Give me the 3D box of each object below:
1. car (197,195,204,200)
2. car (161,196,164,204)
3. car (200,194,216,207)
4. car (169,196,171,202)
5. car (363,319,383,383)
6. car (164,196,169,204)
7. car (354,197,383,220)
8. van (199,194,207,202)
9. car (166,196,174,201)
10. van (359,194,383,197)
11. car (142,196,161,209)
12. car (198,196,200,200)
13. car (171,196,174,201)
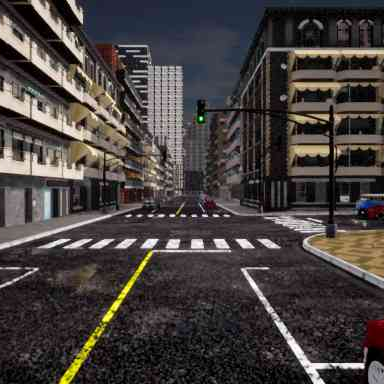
[{"bbox_3d":[2.527,1.639,95.027,1.887,1.381,4.507,-1,0,0],"label":"car"},{"bbox_3d":[-5.780,1.599,50.795,1.947,1.339,4.313,0,0,0],"label":"car"},{"bbox_3d":[2.599,1.474,50.804,1.967,1.590,4.097,-1,0,0],"label":"car"},{"bbox_3d":[-5.808,1.635,67.379,1.802,1.307,4.206,-1,0,0],"label":"car"},{"bbox_3d":[2.682,1.545,1.805,1.887,1.381,4.507,0,0,0],"label":"car"},{"bbox_3d":[-5.800,1.486,61.851,1.967,1.590,4.097,-1,0,0],"label":"car"},{"bbox_3d":[14.710,1.304,24.809,4.181,1.385,1.994,-1,0,-1],"label":"car"},{"bbox_3d":[2.552,1.409,78.443,1.690,1.788,3.998,-1,0,0],"label":"van"},{"bbox_3d":[-5.844,1.667,89.491,1.802,1.307,4.206,-1,0,0],"label":"car"},{"bbox_3d":[15.598,1.046,27.397,3.998,1.788,1.690,-1,1,-1],"label":"van"},{"bbox_3d":[-5.770,1.578,45.268,2.008,1.369,4.403,0,0,0],"label":"car"},{"bbox_3d":[2.573,1.604,67.387,2.008,1.369,4.403,-1,0,0],"label":"car"},{"bbox_3d":[-5.826,1.593,78.265,1.752,1.417,4.829,-1,0,0],"label":"car"}]
